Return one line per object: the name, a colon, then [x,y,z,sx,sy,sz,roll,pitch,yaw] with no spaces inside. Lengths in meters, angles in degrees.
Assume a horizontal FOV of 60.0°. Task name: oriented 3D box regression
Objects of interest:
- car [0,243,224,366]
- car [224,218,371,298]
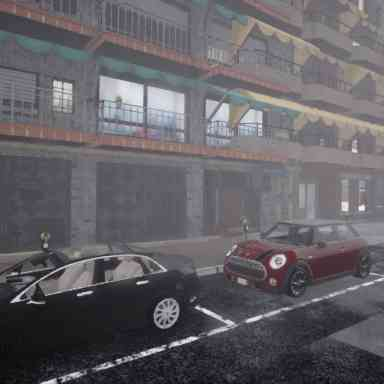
car: [-1.880,1.551,5.201,4.403,1.369,2.008,0,1,-35]
car: [2.729,1.442,8.472,4.097,1.590,1.967,0,1,-35]
